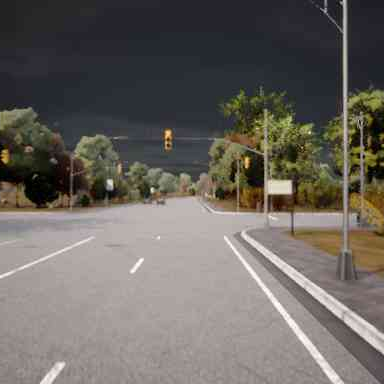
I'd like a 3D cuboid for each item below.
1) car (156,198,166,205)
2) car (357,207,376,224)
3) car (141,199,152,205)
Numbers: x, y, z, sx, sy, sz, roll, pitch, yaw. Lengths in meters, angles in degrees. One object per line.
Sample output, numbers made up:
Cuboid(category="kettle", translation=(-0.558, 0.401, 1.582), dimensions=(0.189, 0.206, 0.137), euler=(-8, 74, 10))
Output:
Cuboid(category="car", translation=(-6.991, 2.177, 74.736), dimensions=(1.882, 1.535, 5.008), euler=(0, -1, 0))
Cuboid(category="car", translation=(14.635, 1.770, 24.829), dimensions=(4.181, 1.385, 1.994), euler=(0, -1, 3))
Cuboid(category="car", translation=(-10.491, 2.274, 77.186), dimensions=(1.994, 1.385, 4.181), euler=(0, -1, 0))
